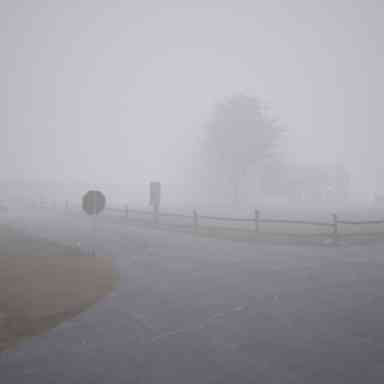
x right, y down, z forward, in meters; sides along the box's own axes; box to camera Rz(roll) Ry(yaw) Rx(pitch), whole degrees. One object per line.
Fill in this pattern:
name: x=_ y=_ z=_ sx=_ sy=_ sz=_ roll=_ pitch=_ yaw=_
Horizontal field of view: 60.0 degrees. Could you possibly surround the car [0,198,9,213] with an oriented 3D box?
car: x=-20.073 y=1.342 z=33.733 sx=1.882 sy=1.535 sz=5.008 roll=1 pitch=0 yaw=-41
